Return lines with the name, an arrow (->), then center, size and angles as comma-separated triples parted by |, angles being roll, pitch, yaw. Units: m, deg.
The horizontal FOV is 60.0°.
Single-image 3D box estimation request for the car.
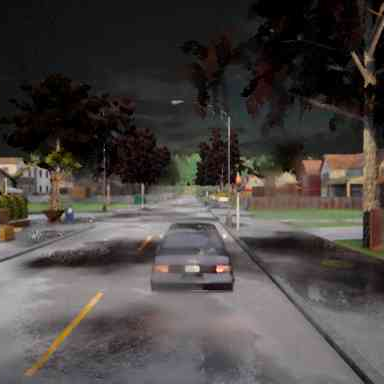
car -> 0.017, 1.537, 8.962 | 2.033, 1.411, 5.357 | 0, 0, 0
